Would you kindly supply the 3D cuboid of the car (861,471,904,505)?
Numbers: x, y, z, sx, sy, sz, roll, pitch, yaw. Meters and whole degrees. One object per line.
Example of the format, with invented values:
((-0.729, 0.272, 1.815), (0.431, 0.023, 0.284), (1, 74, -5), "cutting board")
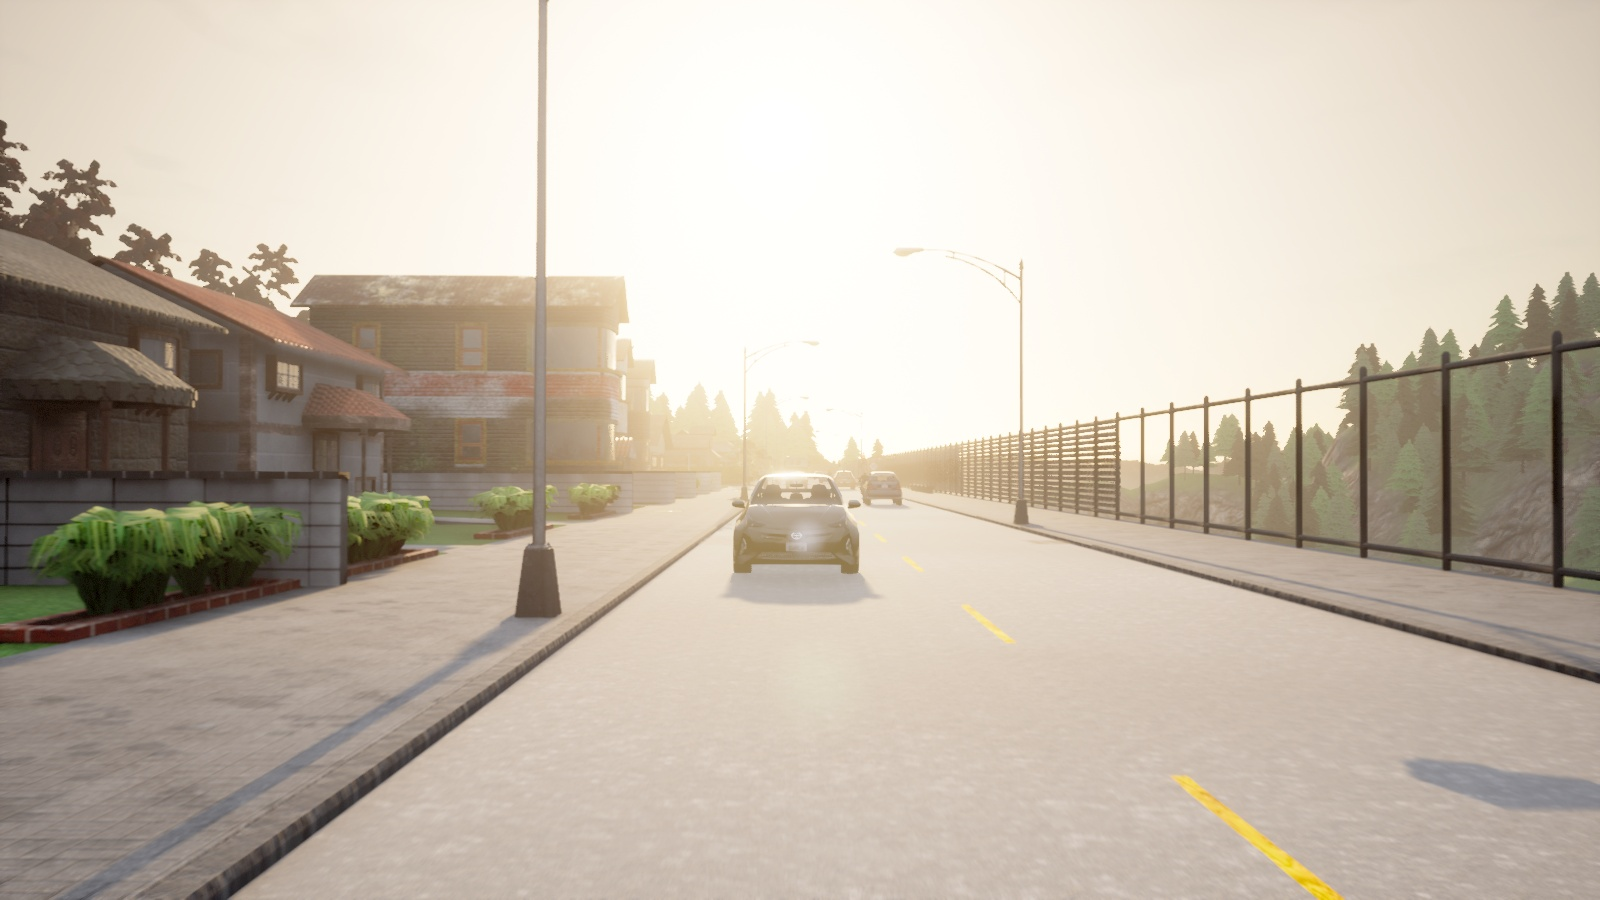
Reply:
((3.856, 1.768, 59.132), (1.789, 1.549, 3.705), (0, -1, 0), "car")

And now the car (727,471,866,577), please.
((-0.050, 1.104, 20.444), (2.007, 1.525, 4.514), (0, -1, 0), "car")
